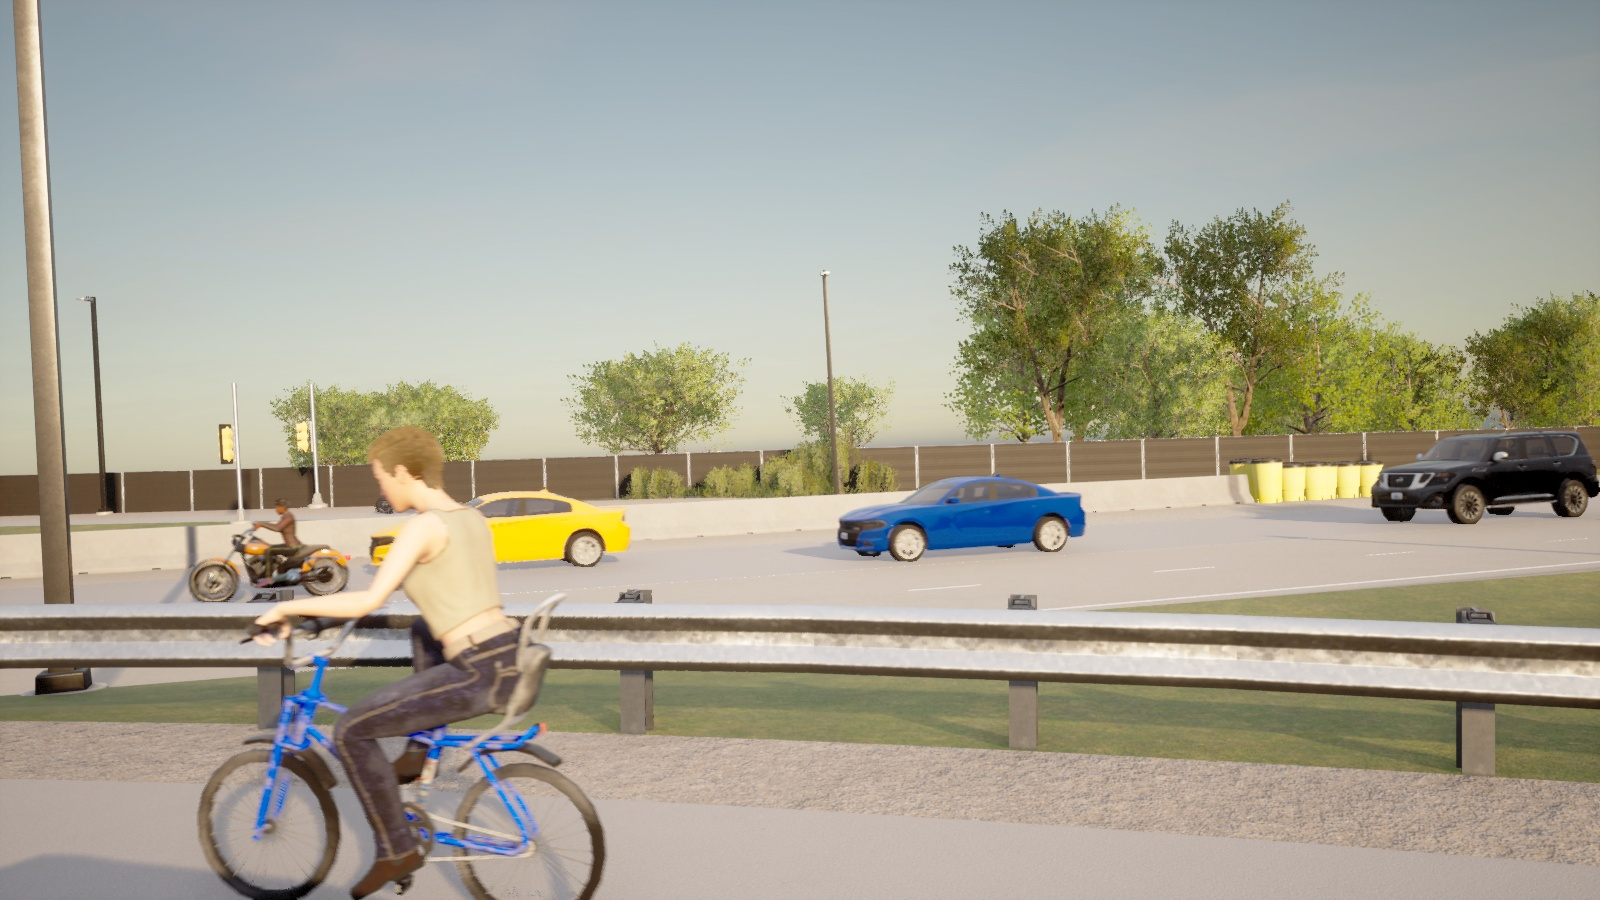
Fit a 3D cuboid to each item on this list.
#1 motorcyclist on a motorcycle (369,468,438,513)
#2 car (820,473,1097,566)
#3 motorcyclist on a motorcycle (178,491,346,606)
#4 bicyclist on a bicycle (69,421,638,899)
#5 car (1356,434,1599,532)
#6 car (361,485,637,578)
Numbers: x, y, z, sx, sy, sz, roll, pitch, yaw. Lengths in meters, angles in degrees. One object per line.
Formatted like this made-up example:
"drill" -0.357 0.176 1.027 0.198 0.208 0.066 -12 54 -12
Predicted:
"motorcyclist on a motorcycle" -15.002 1.532 47.579 2.350 1.649 0.766 -1 0 6
"car" 3.078 1.289 24.362 5.008 1.535 1.882 -1 -1 -21
"motorcyclist on a motorcycle" -8.465 1.524 19.852 2.350 1.649 0.766 -1 -1 -21
"bicyclist on a bicycle" -1.412 0.719 4.137 1.509 1.612 0.866 0 2 14
"car" 16.033 0.732 29.430 5.566 2.045 2.150 -1 -1 -21
"car" -5.896 1.532 24.613 5.008 1.535 1.882 -1 -1 -21
